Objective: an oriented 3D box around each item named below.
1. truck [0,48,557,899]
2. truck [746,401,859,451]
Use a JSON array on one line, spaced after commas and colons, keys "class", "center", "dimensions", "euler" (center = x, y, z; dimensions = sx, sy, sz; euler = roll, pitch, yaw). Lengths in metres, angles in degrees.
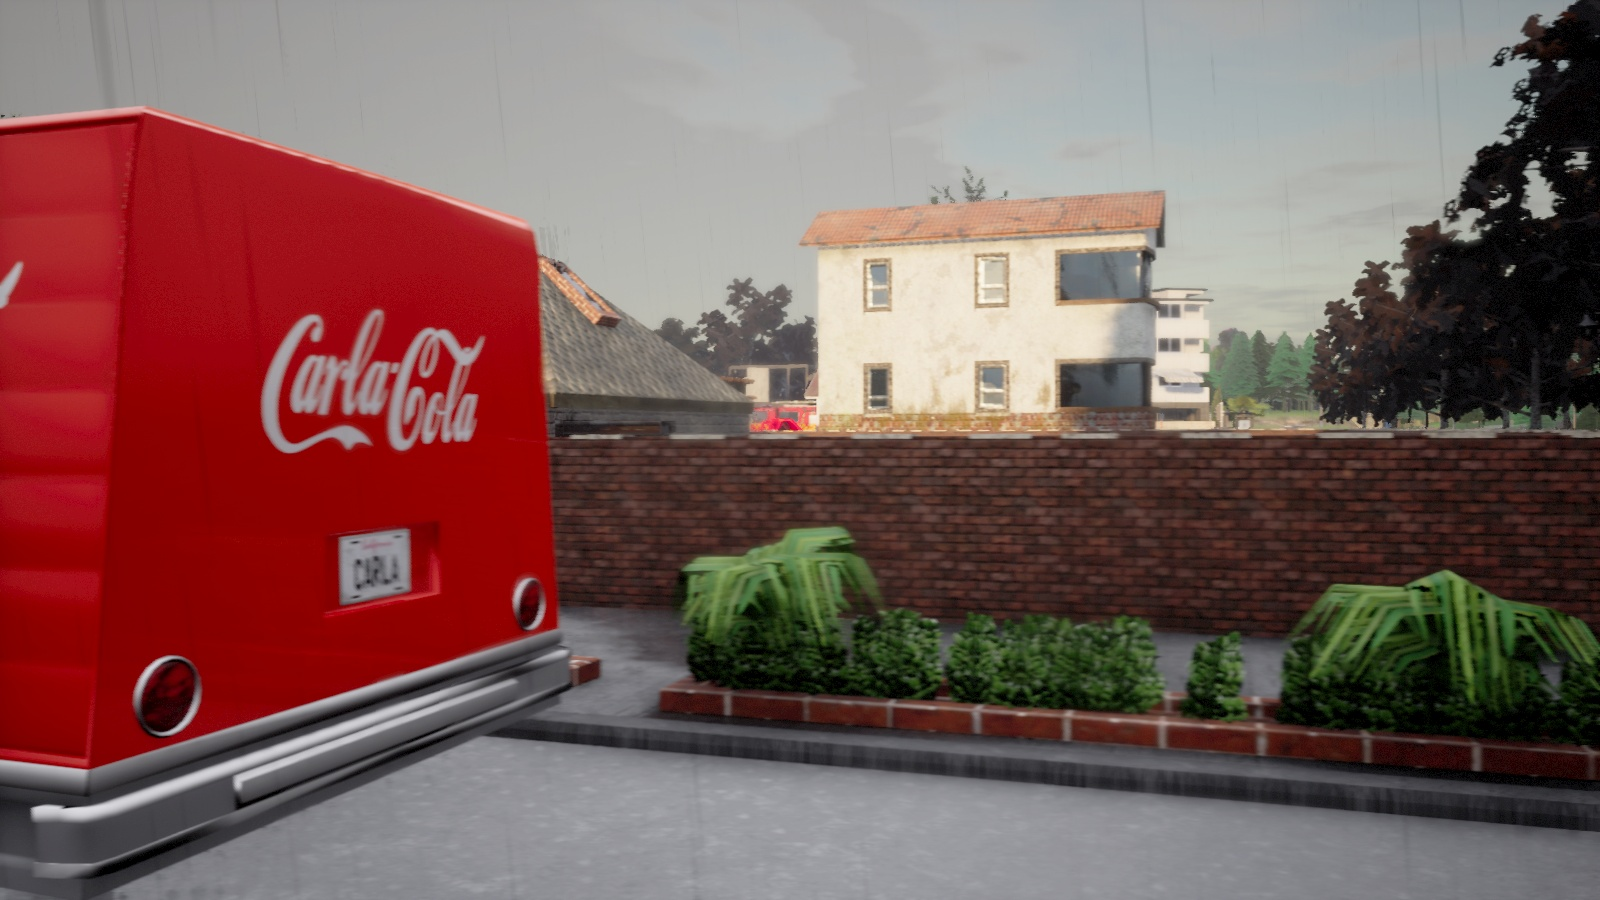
[{"class": "truck", "center": [-3.942, 0.244, 5.040], "dimensions": [5.204, 2.467, 2.627], "euler": [1, 1, 19]}, {"class": "truck", "center": [0.183, -1.923, 99.005], "dimensions": [8.468, 3.827, 2.891], "euler": [1, 1, 20]}]
